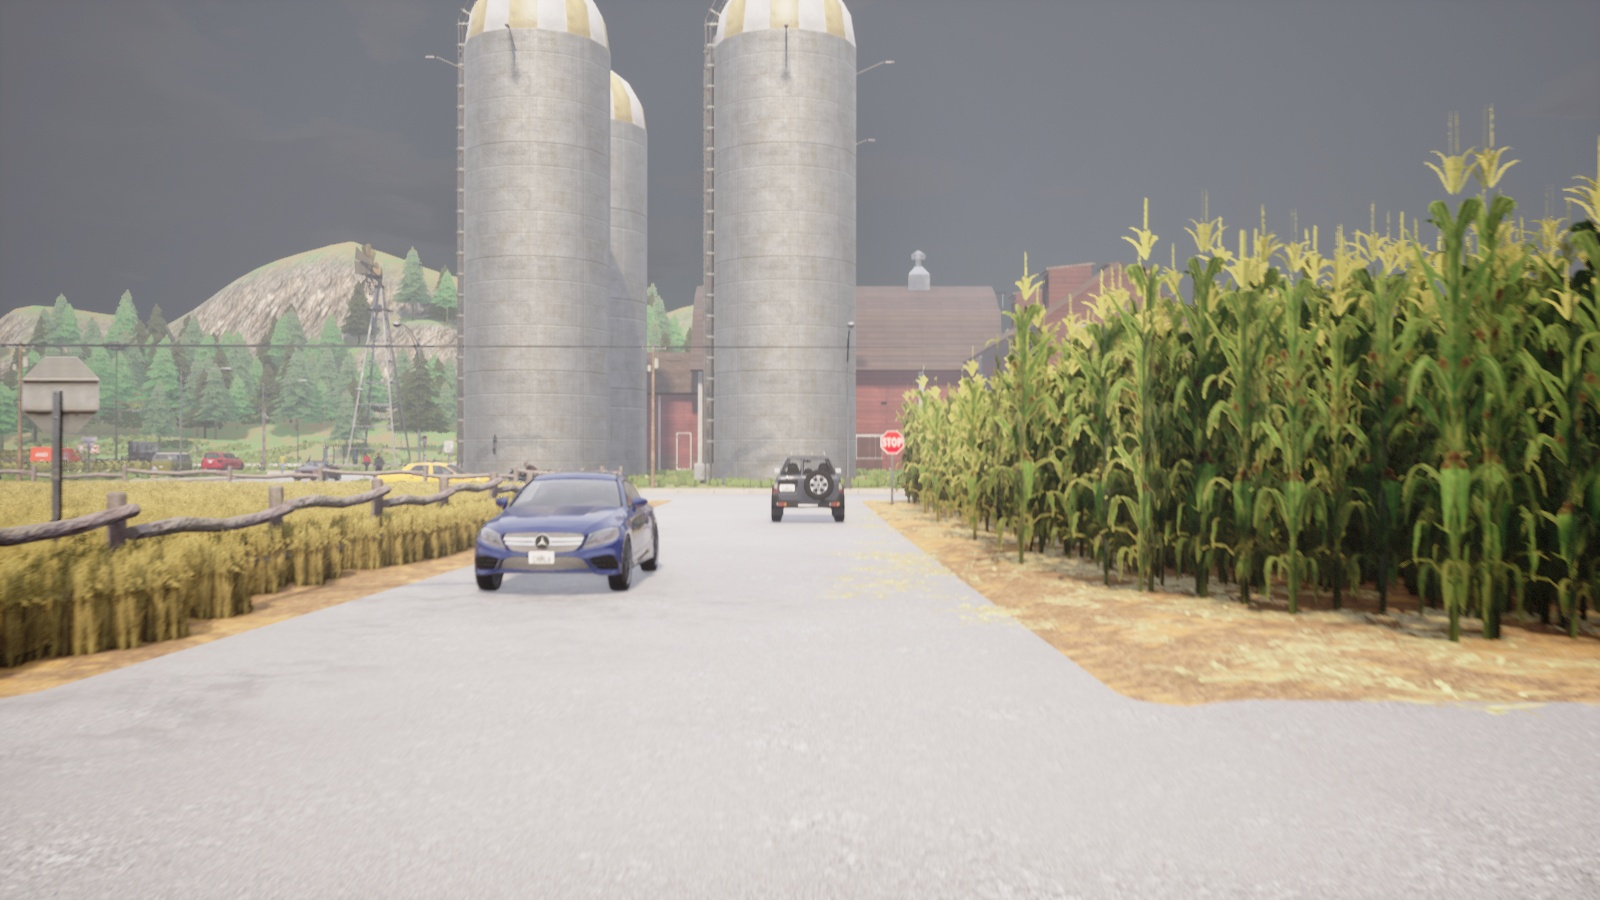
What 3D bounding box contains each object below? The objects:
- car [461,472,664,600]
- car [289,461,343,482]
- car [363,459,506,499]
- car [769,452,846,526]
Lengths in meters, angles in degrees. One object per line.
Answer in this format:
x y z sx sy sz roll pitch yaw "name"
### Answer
-2.991 1.033 16.828 1.812 1.442 4.674 0 -1 0 "car"
-32.263 1.418 83.812 1.994 1.385 4.181 0 0 -1 "car"
-14.961 1.175 51.595 5.366 1.575 1.801 0 0 0 "car"
0.205 1.009 33.917 1.932 1.855 4.605 0 0 0 "car"
